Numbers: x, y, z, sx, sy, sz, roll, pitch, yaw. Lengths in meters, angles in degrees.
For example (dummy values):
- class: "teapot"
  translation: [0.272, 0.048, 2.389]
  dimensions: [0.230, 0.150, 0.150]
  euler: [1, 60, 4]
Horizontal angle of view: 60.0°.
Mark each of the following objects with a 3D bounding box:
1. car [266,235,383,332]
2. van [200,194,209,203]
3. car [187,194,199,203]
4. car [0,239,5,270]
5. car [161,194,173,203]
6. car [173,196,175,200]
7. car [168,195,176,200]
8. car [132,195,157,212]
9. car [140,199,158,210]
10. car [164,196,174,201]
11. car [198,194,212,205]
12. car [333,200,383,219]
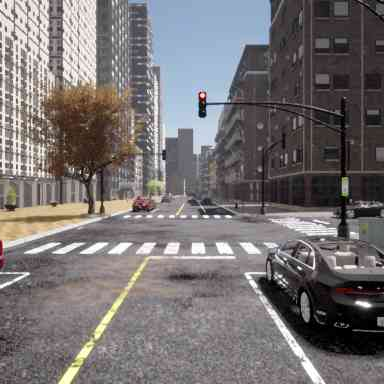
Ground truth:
- class: "car"
  translation: [2.686, 1.551, 6.766]
  dimensions: [2.008, 1.369, 4.403]
  euler: [0, 0, 0]
- class: "van"
  translation: [2.656, 1.401, 72.292]
  dimensions: [1.690, 1.788, 3.998]
  euler: [0, 0, 0]
- class: "car"
  translation: [-0.032, 1.656, 68.920]
  dimensions: [1.895, 1.301, 4.718]
  euler: [0, 0, 0]
- class: "car"
  translation: [-5.694, 1.545, 6.762]
  dimensions: [1.887, 1.381, 4.507]
  euler: [0, 0, 0]
- class: "car"
  translation: [-5.724, 1.626, 72.288]
  dimensions: [1.947, 1.339, 4.313]
  euler: [0, 0, 0]
- class: "car"
  translation: [-5.727, 1.385, 77.810]
  dimensions: [2.192, 1.841, 5.009]
  euler: [0, 0, 0]
- class: "car"
  translation: [-5.734, 1.653, 94.379]
  dimensions: [2.008, 1.369, 4.403]
  euler: [0, 0, 0]
- class: "car"
  translation: [-5.709, 1.336, 39.150]
  dimensions: [2.192, 1.841, 5.009]
  euler: [0, 0, 0]
- class: "car"
  translation: [-5.712, 1.592, 44.673]
  dimensions: [1.947, 1.339, 4.313]
  euler: [0, 0, 0]
- class: "car"
  translation: [-5.729, 1.631, 83.333]
  dimensions: [2.008, 1.369, 4.403]
  euler: [0, 0, 0]
- class: "car"
  translation: [2.662, 1.610, 61.245]
  dimensions: [1.947, 1.339, 4.313]
  euler: [0, 0, 0]
- class: "car"
  translation: [13.414, 1.350, 26.177]
  dimensions: [4.403, 1.369, 2.008]
  euler: [-1, 1, -1]
